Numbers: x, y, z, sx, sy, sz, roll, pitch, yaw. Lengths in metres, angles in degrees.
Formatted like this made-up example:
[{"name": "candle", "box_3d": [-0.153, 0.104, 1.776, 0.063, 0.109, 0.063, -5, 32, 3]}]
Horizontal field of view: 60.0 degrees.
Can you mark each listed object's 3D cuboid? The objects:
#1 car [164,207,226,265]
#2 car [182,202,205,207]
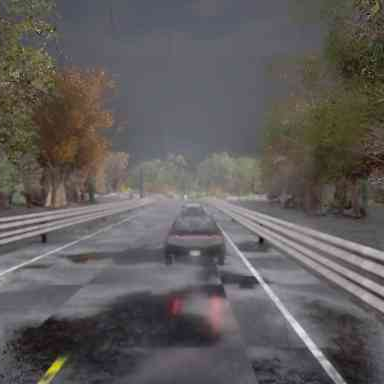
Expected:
[{"name": "car", "box_3d": [0.091, 1.498, 11.692, 2.128, 1.511, 4.902, 0, 0, 0]}, {"name": "car", "box_3d": [0.093, 1.540, 28.113, 1.812, 1.442, 4.674, 0, 0, 0]}]
